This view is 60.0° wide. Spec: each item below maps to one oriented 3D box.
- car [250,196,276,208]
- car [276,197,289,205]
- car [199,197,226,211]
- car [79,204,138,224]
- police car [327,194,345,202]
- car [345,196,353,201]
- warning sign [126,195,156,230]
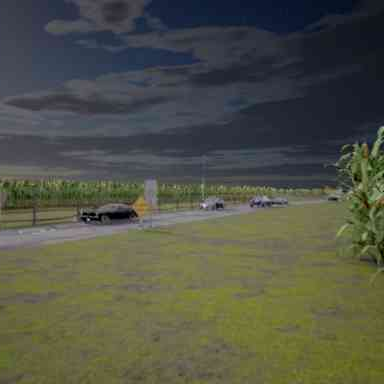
[{"bbox_3d":[10.129,1.299,48.379,2.097,1.767,4.553,1,0,30],"label":"car"},{"bbox_3d":[15.047,1.502,56.617,1.994,1.385,4.181,1,0,34],"label":"car"},{"bbox_3d":[2.537,1.421,40.273,2.128,1.511,4.902,1,0,27],"label":"car"},{"bbox_3d":[-5.936,1.553,24.416,1.895,1.301,4.718,1,0,29],"label":"car"},{"bbox_3d":[33.300,1.347,77.830,1.930,1.638,5.238,1,1,45],"label":"police car"},{"bbox_3d":[40.509,1.369,84.656,5.366,1.575,1.801,0,1,-42],"label":"car"},{"bbox_3d":[-2.882,1.126,18.933,1.300,1.860,1.060,1,0,30],"label":"warning sign"}]
